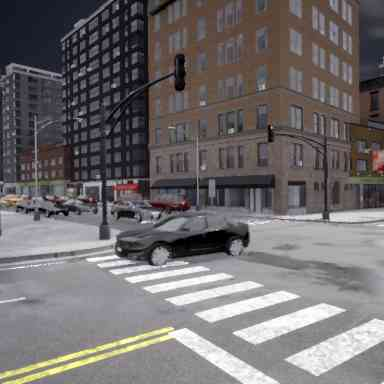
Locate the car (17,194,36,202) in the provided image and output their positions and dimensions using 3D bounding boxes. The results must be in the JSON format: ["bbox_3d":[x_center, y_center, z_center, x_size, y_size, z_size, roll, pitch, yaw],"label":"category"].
[{"bbox_3d":[-29.327,1.044,58.832,1.802,1.307,4.206,0,1,-44],"label":"car"}]

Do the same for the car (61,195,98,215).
[{"bbox_3d":[-10.606,1.336,31.280,1.812,1.442,4.674,-1,1,-44],"label":"car"}]

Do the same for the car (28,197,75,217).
[{"bbox_3d":[-12.405,1.418,29.188,1.947,1.339,4.313,0,1,-44],"label":"car"}]

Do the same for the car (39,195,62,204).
[{"bbox_3d":[-21.650,1.136,50.933,1.802,1.307,4.206,0,1,-44],"label":"car"}]

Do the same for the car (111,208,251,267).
[{"bbox_3d":[-0.168,1.497,11.563,5.008,1.535,1.882,1,0,-35],"label":"car"}]

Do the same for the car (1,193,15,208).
[{"bbox_3d":[-23.799,1.248,40.912,1.752,1.417,4.829,0,1,-44],"label":"car"}]

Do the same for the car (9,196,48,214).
[{"bbox_3d":[-16.243,1.375,33.137,1.947,1.339,4.313,0,1,-44],"label":"car"}]

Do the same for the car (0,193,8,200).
[{"bbox_3d":[-40.842,0.886,70.681,1.947,1.339,4.313,0,1,-44],"label":"car"}]

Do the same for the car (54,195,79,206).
[{"bbox_3d":[-17.812,1.181,46.983,1.802,1.307,4.206,0,1,-44],"label":"car"}]

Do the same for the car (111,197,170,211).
[{"bbox_3d":[-4.187,1.372,24.677,2.128,1.511,4.902,-1,1,-44],"label":"car"}]

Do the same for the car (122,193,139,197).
[{"bbox_3d":[-6.296,1.045,35.132,2.192,1.841,5.009,0,1,-44],"label":"car"}]

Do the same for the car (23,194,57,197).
[{"bbox_3d":[-17.536,1.258,38.424,1.812,1.442,4.674,-1,1,-44],"label":"car"}]

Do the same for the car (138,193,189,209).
[{"bbox_3d":[-2.457,1.087,31.182,2.192,1.841,5.009,0,1,-44],"label":"car"}]
